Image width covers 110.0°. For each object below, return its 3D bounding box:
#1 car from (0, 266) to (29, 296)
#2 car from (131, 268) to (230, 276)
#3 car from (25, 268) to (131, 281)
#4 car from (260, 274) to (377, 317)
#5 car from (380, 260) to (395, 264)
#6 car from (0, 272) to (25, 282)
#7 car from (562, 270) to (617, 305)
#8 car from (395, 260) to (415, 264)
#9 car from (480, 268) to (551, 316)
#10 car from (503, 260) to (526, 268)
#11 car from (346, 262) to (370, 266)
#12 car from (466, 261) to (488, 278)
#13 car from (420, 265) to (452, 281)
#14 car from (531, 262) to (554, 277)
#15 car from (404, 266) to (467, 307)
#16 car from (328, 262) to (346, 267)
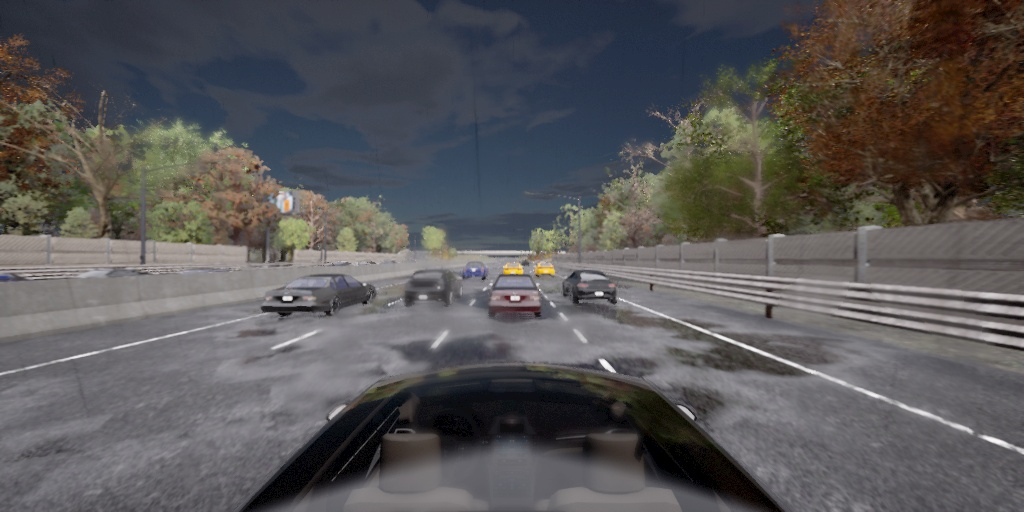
[{"bbox_3d":[-28.100,1.322,17.657,1.882,1.535,5.008,0,0,0],"label":"car"},{"bbox_3d":[-17.602,1.408,20.299,2.033,1.411,5.357,0,0,0],"label":"car"},{"bbox_3d":[-21.089,1.376,18.621,1.812,1.442,4.674,0,0,0],"label":"car"},{"bbox_3d":[-6.907,1.367,13.525,2.033,1.411,5.357,0,0,0],"label":"car"},{"bbox_3d":[-21.025,1.470,60.883,2.097,1.767,4.553,0,0,0],"label":"car"},{"bbox_3d":[-24.601,1.438,16.335,1.895,1.301,4.718,0,0,0],"label":"car"},{"bbox_3d":[3.498,1.363,16.675,1.812,1.442,4.674,0,0,0],"label":"car"},{"bbox_3d":[-17.543,1.465,60.300,2.097,1.767,4.553,0,0,1],"label":"car"},{"bbox_3d":[0.098,1.368,13.610,2.033,1.411,5.357,0,0,0],"label":"car"},{"bbox_3d":[0.099,1.434,35.919,1.882,1.535,5.008,0,0,0],"label":"car"},{"bbox_3d":[-24.531,1.701,58.385,1.895,1.301,4.718,0,0,1],"label":"car"},{"bbox_3d":[-3.405,1.297,34.055,2.097,1.767,4.553,0,0,0],"label":"car"},{"bbox_3d":[-6.900,1.539,32.975,1.895,1.301,4.718,0,0,0],"label":"car"},{"bbox_3d":[3.497,1.455,39.317,1.882,1.535,5.008,0,0,0],"label":"car"},{"bbox_3d":[-3.400,1.340,16.133,1.837,1.490,4.892,0,0,0],"label":"car"},{"bbox_3d":[-28.017,1.650,58.759,2.033,1.411,5.357,0,0,0],"label":"car"}]
